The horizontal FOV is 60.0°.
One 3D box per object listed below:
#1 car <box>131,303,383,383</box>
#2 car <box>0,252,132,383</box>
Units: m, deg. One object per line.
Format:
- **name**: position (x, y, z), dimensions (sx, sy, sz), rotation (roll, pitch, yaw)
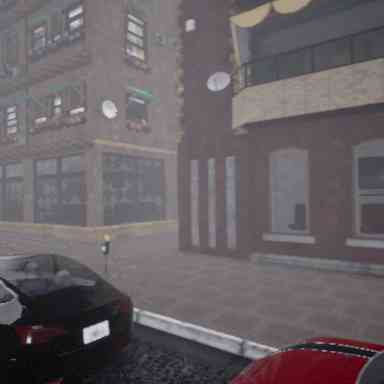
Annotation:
- **car**: position (1.896, 1.441, 1.541), dimensions (4.097, 1.590, 1.967), rotation (0, -1, 36)
- **car**: position (-2.736, 1.562, 4.842), dimensions (4.313, 1.339, 1.947), rotation (0, -1, 36)
